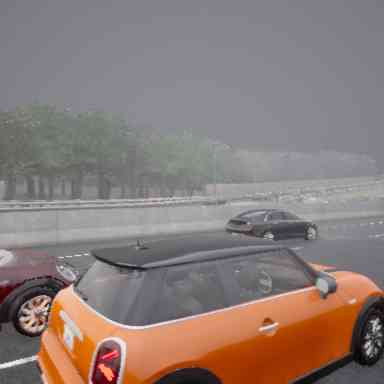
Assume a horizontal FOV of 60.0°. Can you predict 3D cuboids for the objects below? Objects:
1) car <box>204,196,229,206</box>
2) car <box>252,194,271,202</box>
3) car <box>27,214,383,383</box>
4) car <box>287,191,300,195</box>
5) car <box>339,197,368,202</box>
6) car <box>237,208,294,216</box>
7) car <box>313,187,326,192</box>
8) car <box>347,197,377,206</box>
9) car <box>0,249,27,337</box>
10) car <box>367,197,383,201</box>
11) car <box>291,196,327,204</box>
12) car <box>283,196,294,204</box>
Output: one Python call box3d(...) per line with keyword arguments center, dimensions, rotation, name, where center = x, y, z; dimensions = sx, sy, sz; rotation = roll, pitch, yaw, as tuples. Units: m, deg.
box3d(center=(3.580, 1.333, 48.145), dimensions=(1.882, 1.535, 5.008), rotation=(0, 1, 34), name="car")
box3d(center=(12.787, 1.106, 61.106), dimensions=(1.895, 1.301, 4.718), rotation=(0, 2, 37), name="car")
box3d(center=(0.595, 1.353, 4.292), dimensions=(4.553, 1.767, 2.097), rotation=(0, 0, -35), name="car")
box3d(center=(22.567, 0.494, 73.561), dimensions=(1.994, 1.385, 4.181), rotation=(0, 2, 39), name="car")
box3d(center=(17.948, 1.578, 38.348), dimensions=(4.181, 1.385, 1.994), rotation=(0, 0, -36), name="car")
box3d(center=(3.711, 1.509, 14.989), dimensions=(4.892, 1.490, 1.837), rotation=(0, 0, -35), name="car")
box3d(center=(32.767, -0.652, 85.354), dimensions=(1.882, 1.535, 5.008), rotation=(0, 3, 42), name="car")
box3d(center=(27.562, 1.511, 53.866), dimensions=(5.357, 1.411, 2.033), rotation=(0, 0, -35), name="car")
box3d(center=(-4.090, 1.351, 5.126), dimensions=(4.553, 1.767, 2.097), rotation=(0, 0, -35), name="car")
box3d(center=(27.462, 1.528, 49.500), dimensions=(5.357, 1.411, 2.033), rotation=(0, 0, -35), name="car")
box3d(center=(14.535, 1.538, 40.207), dimensions=(4.674, 1.442, 1.812), rotation=(0, 0, -36), name="car")
box3d(center=(13.832, 1.577, 44.005), dimensions=(4.181, 1.385, 1.994), rotation=(0, 0, -36), name="car")
